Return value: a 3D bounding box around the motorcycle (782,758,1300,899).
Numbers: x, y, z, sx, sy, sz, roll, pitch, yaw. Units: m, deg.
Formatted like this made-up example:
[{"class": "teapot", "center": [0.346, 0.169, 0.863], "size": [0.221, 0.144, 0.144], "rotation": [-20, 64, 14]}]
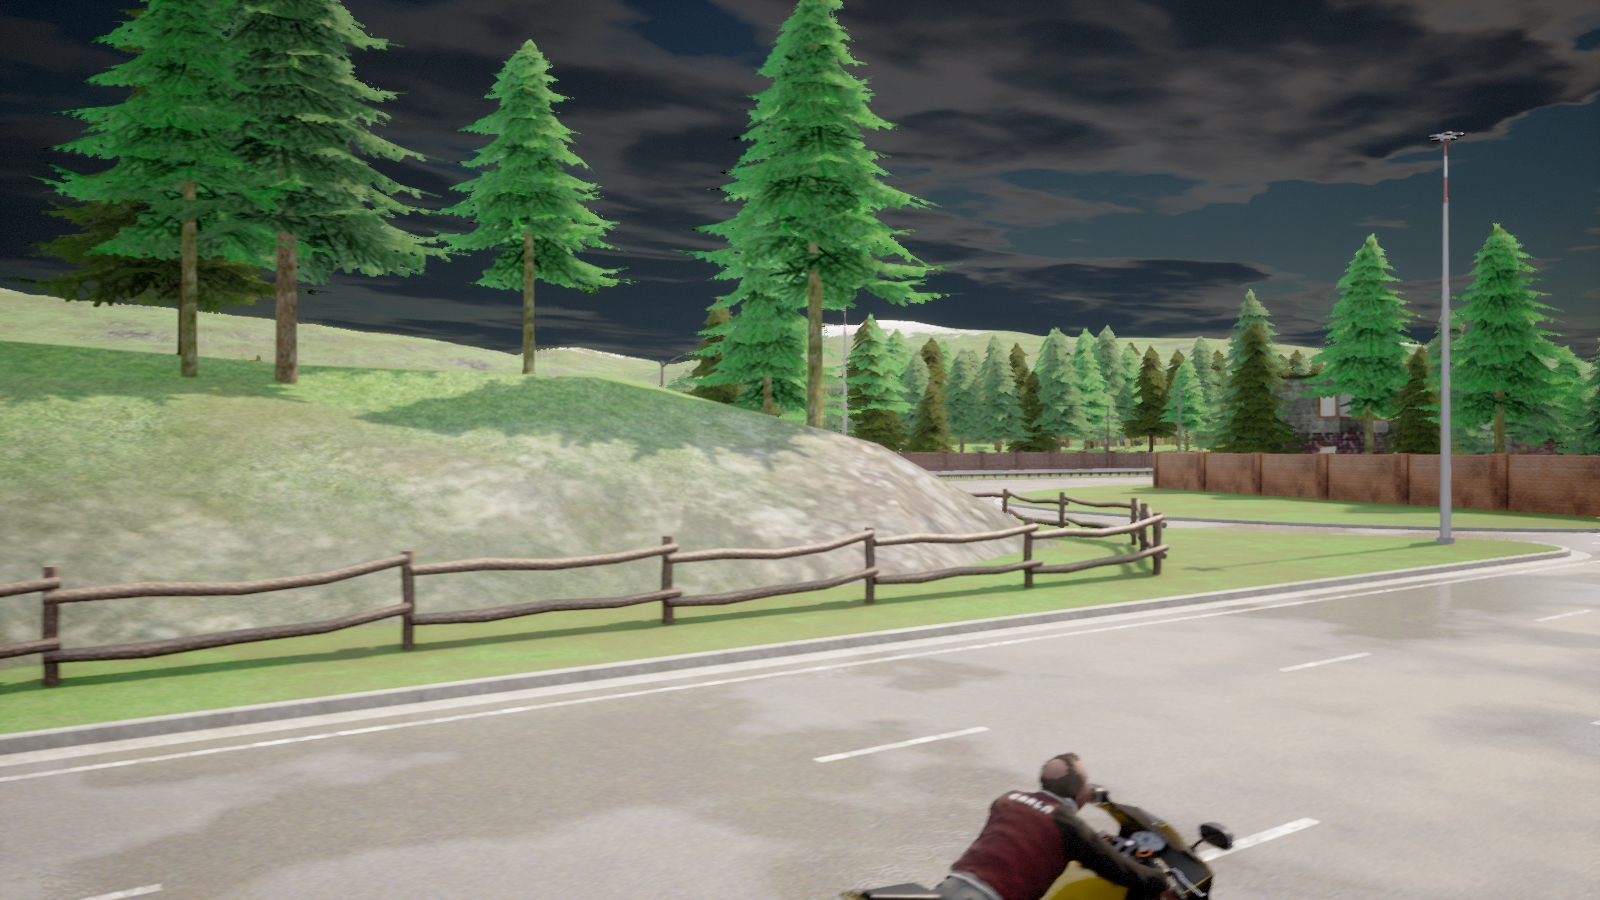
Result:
[{"class": "motorcycle", "center": [1.084, 2.204, 4.856], "size": [2.209, 1.251, 0.867], "rotation": [0, 1, -34]}]
